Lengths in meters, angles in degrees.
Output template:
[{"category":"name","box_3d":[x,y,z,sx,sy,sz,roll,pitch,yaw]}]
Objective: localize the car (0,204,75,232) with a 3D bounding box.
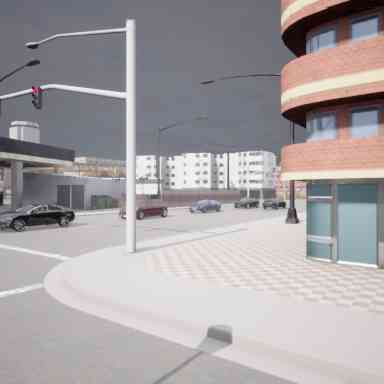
[{"category":"car","box_3d":[-9.590,1.491,20.460,2.128,1.511,4.902,0,0,34]}]

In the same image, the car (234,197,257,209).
[{"category":"car","box_3d":[7.510,1.478,45.278,1.882,1.535,5.008,0,0,35]}]

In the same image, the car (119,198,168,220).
[{"category":"car","box_3d":[-4.112,1.352,28.475,2.097,1.767,4.553,0,0,34]}]

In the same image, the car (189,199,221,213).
[{"category":"car","box_3d":[1.544,1.526,36.672,1.812,1.442,4.674,0,0,35]}]

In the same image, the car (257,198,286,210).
[{"category":"car","box_3d":[10.874,1.492,43.695,2.128,1.511,4.902,0,0,35]}]
